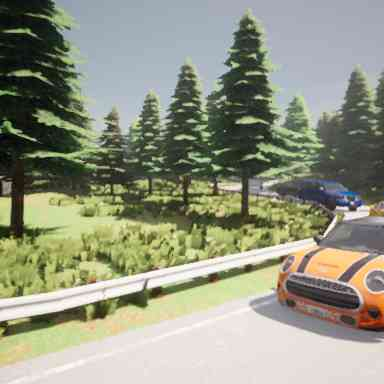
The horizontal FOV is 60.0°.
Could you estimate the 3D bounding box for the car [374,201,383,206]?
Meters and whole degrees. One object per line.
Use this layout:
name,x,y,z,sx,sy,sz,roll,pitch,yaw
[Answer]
car,9.535,1.166,15.190,1.882,1.535,5.008,1,3,17

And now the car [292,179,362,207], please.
car,10.378,0.213,25.524,2.150,2.045,5.566,1,4,-14

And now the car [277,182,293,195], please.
car,11.183,-0.308,34.563,2.150,2.045,5.566,1,3,-21

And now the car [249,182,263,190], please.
car,9.531,-1.444,50.095,2.150,2.045,5.566,1,4,10

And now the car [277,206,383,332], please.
car,3.778,1.355,6.940,4.553,1.767,2.097,-1,1,-40
